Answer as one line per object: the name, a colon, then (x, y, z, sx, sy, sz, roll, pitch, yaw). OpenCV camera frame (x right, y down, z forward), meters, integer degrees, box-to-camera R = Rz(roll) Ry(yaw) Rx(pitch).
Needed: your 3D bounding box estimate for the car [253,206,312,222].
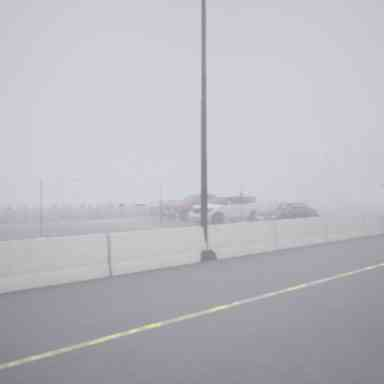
car: (6.018, 1.453, 21.182, 4.902, 1.511, 2.128, 0, 0, -35)
